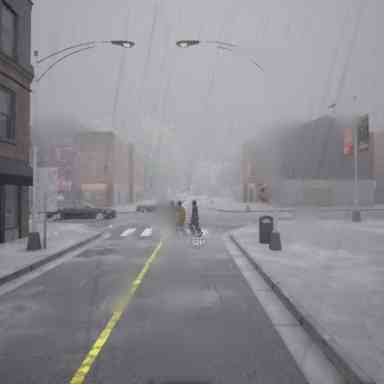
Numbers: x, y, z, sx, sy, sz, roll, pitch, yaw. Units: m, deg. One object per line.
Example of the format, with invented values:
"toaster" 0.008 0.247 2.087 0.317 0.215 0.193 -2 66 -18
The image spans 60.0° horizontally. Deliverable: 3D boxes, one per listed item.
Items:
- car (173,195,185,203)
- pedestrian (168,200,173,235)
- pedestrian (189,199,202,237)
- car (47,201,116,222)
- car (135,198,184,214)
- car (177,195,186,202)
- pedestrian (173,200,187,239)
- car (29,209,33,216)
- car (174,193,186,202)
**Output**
"car" -2.533 1.501 46.801 2.033 1.411 5.357 0 0 2
"pedestrian" -0.962 1.274 16.914 0.375 1.860 0.375 1 -1 0
"pedestrian" 0.166 1.288 16.312 0.375 1.860 0.375 1 -1 0
"car" -8.122 1.397 24.505 5.008 1.535 1.882 0 -1 0
"car" -3.435 1.588 34.454 4.718 1.301 1.895 -1 0 0
"car" -2.377 1.419 76.704 2.128 1.511 4.902 0 0 0
"pedestrian" -0.562 1.289 15.639 0.375 1.860 0.375 1 -1 0
"car" -16.040 1.562 27.687 5.357 1.411 2.033 0 -1 0
"car" -2.460 1.284 61.154 2.097 1.767 4.553 0 0 0
